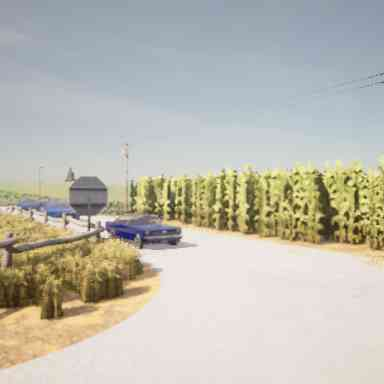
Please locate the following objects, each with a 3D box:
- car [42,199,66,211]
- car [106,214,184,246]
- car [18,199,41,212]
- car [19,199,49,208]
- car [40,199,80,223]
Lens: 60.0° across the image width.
[{"bbox_3d":[-17.974,1.663,43.179,1.812,1.442,4.674,1,-1,-35],"label":"car"},{"bbox_3d":[-2.304,1.689,15.214,1.895,1.301,4.718,1,0,-33],"label":"car"},{"bbox_3d":[-19.030,1.573,38.948,1.882,1.535,5.008,1,0,-35],"label":"car"},{"bbox_3d":[-24.245,1.732,50.982,4.718,1.301,1.895,0,-1,33],"label":"car"},{"bbox_3d":[-10.558,1.569,26.953,1.882,1.535,5.008,1,-1,-35],"label":"car"}]
